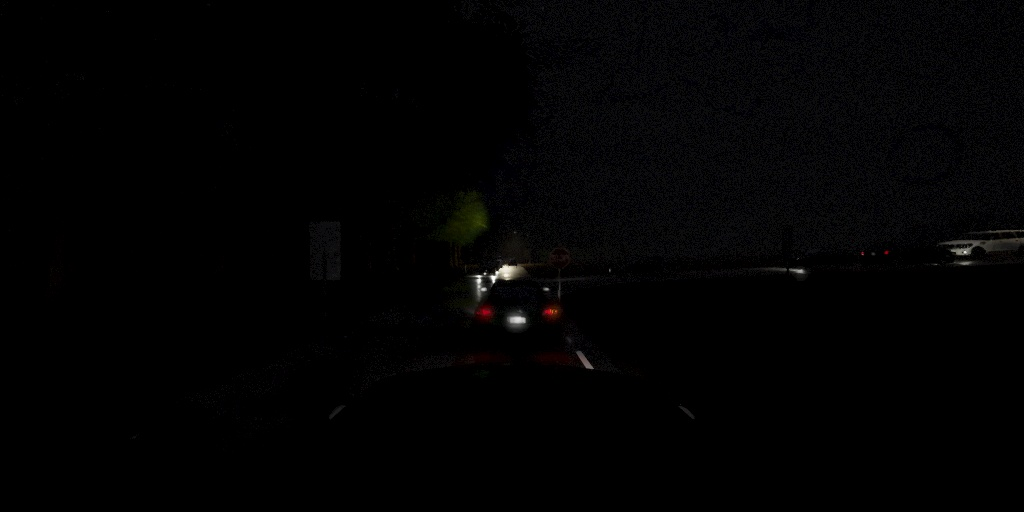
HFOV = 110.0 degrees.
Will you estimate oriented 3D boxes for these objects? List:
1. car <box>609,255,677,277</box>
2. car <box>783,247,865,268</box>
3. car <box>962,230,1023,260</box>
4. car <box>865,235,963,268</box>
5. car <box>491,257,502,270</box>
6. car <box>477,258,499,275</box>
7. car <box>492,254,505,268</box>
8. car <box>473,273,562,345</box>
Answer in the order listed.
[{"bbox_3d":[9.666,0.688,26.606,4.902,1.511,2.128,-3,1,-3],"label":"car"},{"bbox_3d":[22.874,0.068,26.708,4.674,1.442,1.812,-3,1,0],"label":"car"},{"bbox_3d":[34.925,-0.820,26.562,5.566,2.045,2.150,-3,1,0],"label":"car"},{"bbox_3d":[26.047,-0.228,23.722,4.553,1.767,2.097,-3,1,1],"label":"car"},{"bbox_3d":[-2.734,1.261,49.396,1.882,1.535,5.008,0,0,1],"label":"car"},{"bbox_3d":[-2.710,1.274,39.303,1.837,1.490,4.892,0,0,-1],"label":"car"},{"bbox_3d":[-2.667,1.025,60.682,2.150,2.045,5.566,0,0,1],"label":"car"},{"bbox_3d":[0.092,1.312,9.496,1.994,1.385,4.181,0,0,-1],"label":"car"}]
